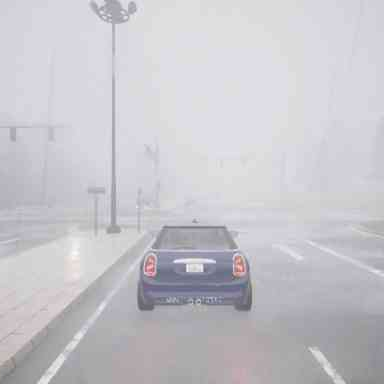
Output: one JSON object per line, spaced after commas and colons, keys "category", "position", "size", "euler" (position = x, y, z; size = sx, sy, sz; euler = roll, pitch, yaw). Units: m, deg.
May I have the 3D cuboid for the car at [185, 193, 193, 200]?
{"category": "car", "position": [-0.924, 1.189, 95.614], "size": [2.150, 2.045, 5.566], "euler": [0, 0, -1]}

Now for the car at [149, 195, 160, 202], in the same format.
{"category": "car", "position": [-8.602, 1.540, 76.735], "size": [2.033, 1.411, 5.357], "euler": [0, 0, -1]}

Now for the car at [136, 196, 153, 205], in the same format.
{"category": "car", "position": [-8.349, 1.505, 57.088], "size": [1.837, 1.490, 4.892], "euler": [0, 0, -1]}

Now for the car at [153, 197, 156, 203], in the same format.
{"category": "car", "position": [-8.448, 1.505, 66.297], "size": [1.837, 1.490, 4.892], "euler": [0, 0, -1]}

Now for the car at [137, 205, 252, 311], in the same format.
{"category": "car", "position": [0.061, 1.352, 7.935], "size": [2.097, 1.767, 4.553], "euler": [0, 0, 0]}

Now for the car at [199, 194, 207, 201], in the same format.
{"category": "car", "position": [2.752, 1.513, 85.320], "size": [1.812, 1.442, 4.674], "euler": [0, 0, -1]}

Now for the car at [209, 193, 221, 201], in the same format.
{"category": "car", "position": [6.257, 1.215, 85.053], "size": [2.150, 2.045, 5.566], "euler": [0, 0, -1]}

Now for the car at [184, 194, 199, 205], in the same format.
{"category": "car", "position": [-0.225, 1.526, 54.755], "size": [1.812, 1.442, 4.674], "euler": [0, 0, -1]}
